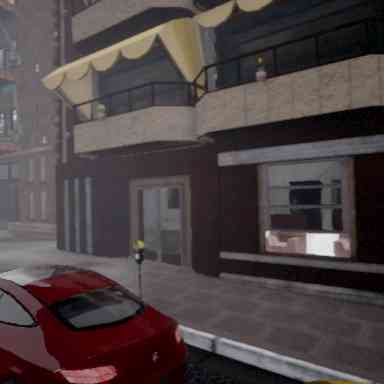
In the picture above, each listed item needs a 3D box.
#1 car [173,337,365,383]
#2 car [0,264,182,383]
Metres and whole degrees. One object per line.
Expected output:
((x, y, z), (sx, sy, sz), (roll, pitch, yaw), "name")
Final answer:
((2.380, 1.522, 1.049), (4.829, 1.417, 1.752), (0, -2, 36), "car")
((-1.984, 1.592, 4.160), (4.206, 1.307, 1.802), (0, -2, 36), "car")
